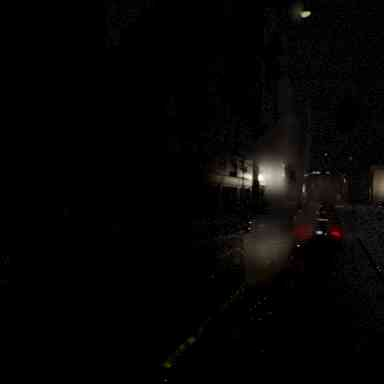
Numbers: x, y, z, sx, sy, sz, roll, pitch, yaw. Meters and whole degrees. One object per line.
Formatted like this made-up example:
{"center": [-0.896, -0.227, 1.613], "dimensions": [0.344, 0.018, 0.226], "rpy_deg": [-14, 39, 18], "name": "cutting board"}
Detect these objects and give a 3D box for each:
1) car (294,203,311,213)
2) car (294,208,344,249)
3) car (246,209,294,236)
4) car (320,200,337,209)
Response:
{"center": [13.736, 2.019, 41.152], "dimensions": [2.033, 1.411, 5.357], "rpy_deg": [2, 0, 23], "name": "car"}
{"center": [6.219, 1.754, 15.994], "dimensions": [2.033, 1.411, 5.357], "rpy_deg": [2, 0, 23], "name": "car"}
{"center": [4.590, 1.729, 19.718], "dimensions": [1.994, 1.385, 4.181], "rpy_deg": [2, 0, 23], "name": "car"}
{"center": [18.569, 1.974, 45.263], "dimensions": [2.097, 1.767, 4.553], "rpy_deg": [2, 0, 23], "name": "car"}
